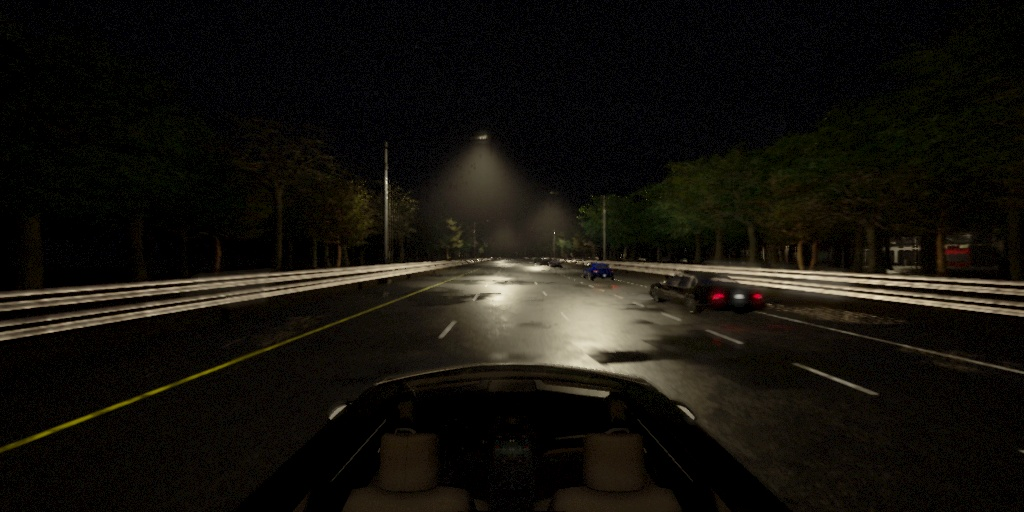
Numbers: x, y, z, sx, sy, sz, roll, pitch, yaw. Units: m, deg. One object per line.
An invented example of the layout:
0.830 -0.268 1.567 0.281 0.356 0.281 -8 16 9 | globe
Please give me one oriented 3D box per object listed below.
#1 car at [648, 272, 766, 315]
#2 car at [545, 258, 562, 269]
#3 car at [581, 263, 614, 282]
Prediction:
7.002 1.306 13.572 2.033 1.411 5.357 0 0 0 | car
7.130 1.337 59.512 2.033 1.411 5.357 0 0 0 | car
7.027 1.297 29.490 1.812 1.442 4.674 0 0 0 | car
